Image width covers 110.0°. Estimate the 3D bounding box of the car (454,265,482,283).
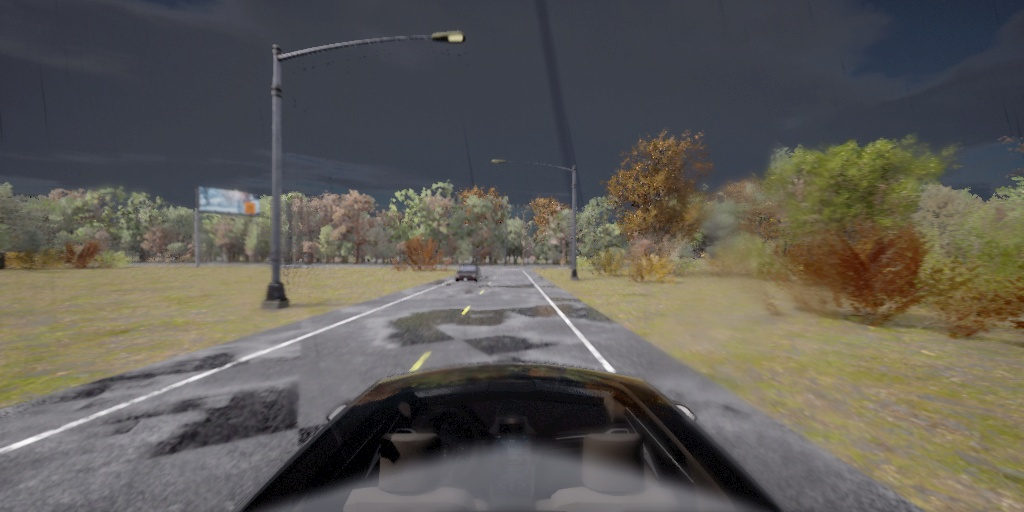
[{"bbox_3d":[-3.591,1.466,30.395,2.033,1.411,5.357,0,0,0],"label":"car"}]
